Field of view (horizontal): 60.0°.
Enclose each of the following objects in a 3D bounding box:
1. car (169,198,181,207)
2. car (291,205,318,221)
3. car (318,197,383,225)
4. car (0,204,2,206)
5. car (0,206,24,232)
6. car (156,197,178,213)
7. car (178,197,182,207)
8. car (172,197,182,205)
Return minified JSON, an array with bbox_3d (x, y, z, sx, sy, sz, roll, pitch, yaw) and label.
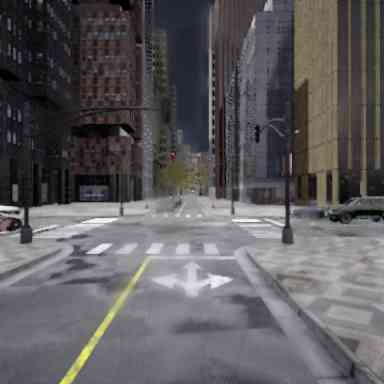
[{"bbox_3d":[-3.067,1.854,60.488,1.837,1.490,4.892,0,0,0],"label":"car"},{"bbox_3d":[11.084,1.770,28.747,4.718,1.301,1.895,0,0,0],"label":"car"},{"bbox_3d":[13.064,1.381,25.492,5.566,2.045,2.150,0,0,0],"label":"car"},{"bbox_3d":[-14.265,1.344,22.130,5.566,2.045,2.150,0,0,0],"label":"car"},{"bbox_3d":[-11.959,1.673,18.873,4.181,1.385,1.994,0,0,0],"label":"car"},{"bbox_3d":[-3.117,1.585,40.252,2.097,1.767,4.553,0,0,0],"label":"car"},{"bbox_3d":[-3.114,1.782,50.302,2.128,1.511,4.902,0,0,0],"label":"car"},{"bbox_3d":[-3.090,1.888,70.865,1.882,1.535,5.008,0,0,0],"label":"car"}]
